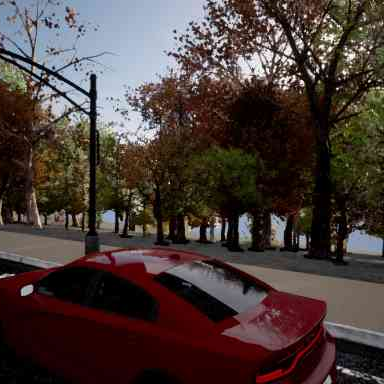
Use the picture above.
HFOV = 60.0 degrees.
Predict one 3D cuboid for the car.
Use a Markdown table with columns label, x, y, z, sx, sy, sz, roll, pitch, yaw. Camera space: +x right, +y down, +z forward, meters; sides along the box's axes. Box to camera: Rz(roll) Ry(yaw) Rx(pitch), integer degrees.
| label | x | y | z | sx | sy | sz | roll | pitch | yaw |
| --- | --- | --- | --- | --- | --- | --- | --- | --- | --- |
| car | -0.866 | 1.477 | 4.293 | 5.008 | 1.535 | 1.882 | 0 | 0 | 35 |
